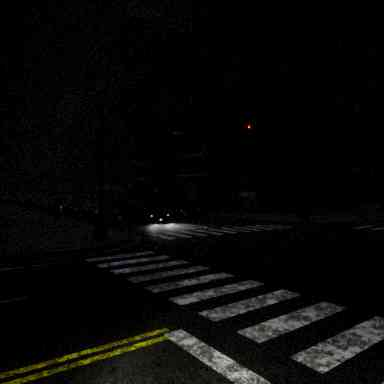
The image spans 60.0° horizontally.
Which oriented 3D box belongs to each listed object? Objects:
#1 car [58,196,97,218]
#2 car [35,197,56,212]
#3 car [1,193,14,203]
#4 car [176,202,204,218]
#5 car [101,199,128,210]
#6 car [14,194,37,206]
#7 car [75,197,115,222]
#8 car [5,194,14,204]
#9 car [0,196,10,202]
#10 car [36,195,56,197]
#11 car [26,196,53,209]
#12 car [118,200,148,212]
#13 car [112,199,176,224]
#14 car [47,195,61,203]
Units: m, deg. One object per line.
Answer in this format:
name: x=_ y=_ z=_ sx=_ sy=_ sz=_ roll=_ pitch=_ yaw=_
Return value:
car: x=-10.397 y=1.422 z=30.187 sx=1.967 sy=1.590 sz=4.097 roll=0 pitch=0 yaw=-35
car: x=-16.787 y=1.564 z=39.167 sx=1.802 sy=1.307 sz=4.206 roll=0 pitch=0 yaw=-35
car: x=-39.153 y=1.558 z=70.597 sx=1.887 sy=1.381 sz=4.507 roll=0 pitch=0 yaw=-35
car: x=-0.663 y=1.581 z=30.349 sx=1.947 sy=1.339 sz=4.313 roll=0 pitch=0 yaw=-35
car: x=-10.249 y=1.580 z=43.820 sx=1.947 sy=1.339 sz=4.313 roll=0 pitch=0 yaw=-35
car: x=-26.373 y=1.432 z=52.637 sx=1.967 sy=1.590 sz=4.097 roll=0 pitch=0 yaw=-35
car: x=-7.202 y=1.423 z=25.697 sx=1.967 sy=1.590 sz=4.097 roll=0 pitch=0 yaw=-35
car: x=-32.763 y=1.553 z=61.617 sx=2.008 sy=1.369 sz=4.403 roll=0 pitch=0 yaw=-35
car: x=-42.349 y=1.601 z=75.087 sx=1.802 sy=1.307 sz=4.206 roll=0 pitch=0 yaw=-35
car: x=-22.468 y=1.564 z=51.673 sx=1.994 sy=1.385 sz=4.181 roll=0 pitch=0 yaw=-35
car: x=-19.982 y=1.535 z=43.657 sx=2.008 sy=1.369 sz=4.403 roll=0 pitch=0 yaw=-35
car: x=-7.054 y=1.595 z=39.330 sx=1.802 sy=1.307 sz=4.206 roll=0 pitch=0 yaw=-35
car: x=-3.765 y=1.541 z=25.212 sx=2.033 sy=1.411 sz=5.357 roll=0 pitch=0 yaw=-37
car: x=-29.419 y=1.480 z=70.760 sx=1.967 sy=1.590 sz=4.097 roll=0 pitch=0 yaw=-35
